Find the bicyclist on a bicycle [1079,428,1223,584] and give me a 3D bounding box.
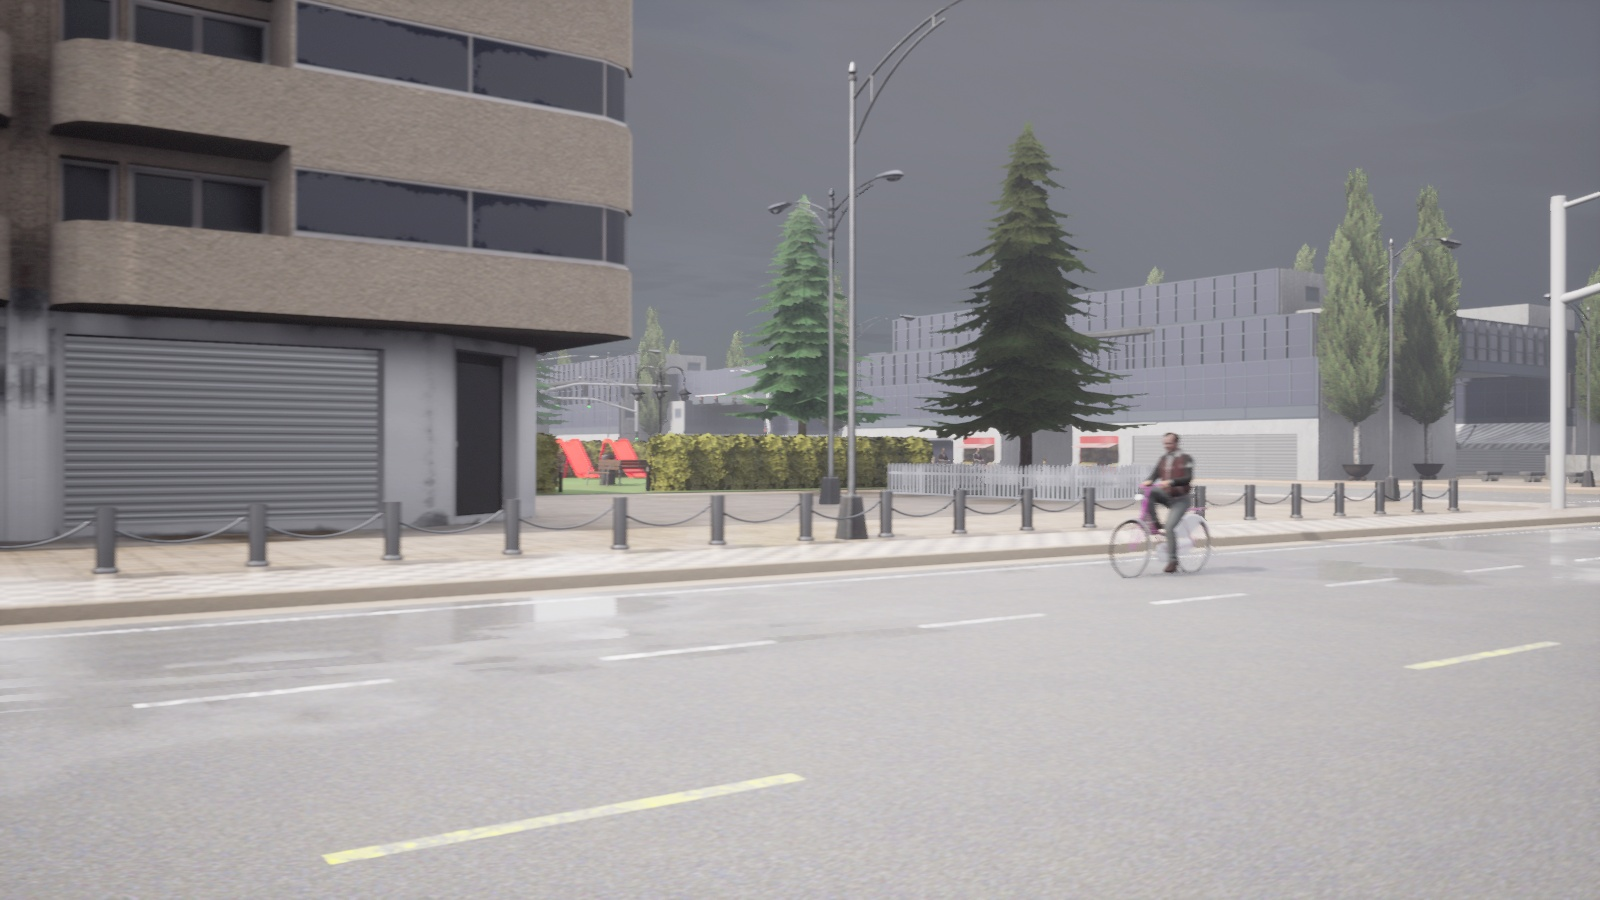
[{"bbox_3d":[4.248,0.643,15.144,1.843,1.776,0.659,0,0,-35],"label":"bicyclist on a bicycle"}]
